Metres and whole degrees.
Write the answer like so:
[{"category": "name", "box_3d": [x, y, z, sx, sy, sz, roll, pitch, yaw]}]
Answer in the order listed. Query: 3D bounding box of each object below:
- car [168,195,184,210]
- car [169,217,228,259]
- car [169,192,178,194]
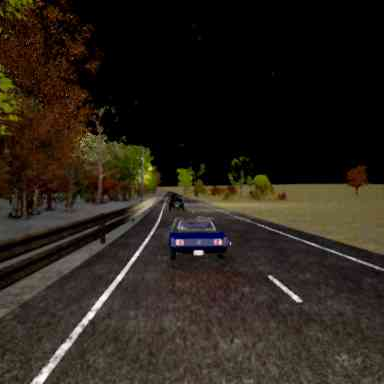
[{"category": "car", "box_3d": [-1.997, 1.517, 42.776, 1.882, 1.535, 5.008, 0, 0, -4]}, {"category": "car", "box_3d": [0.065, 1.612, 12.655, 1.895, 1.301, 4.718, 0, 0, -4]}, {"category": "car", "box_3d": [-5.333, 1.536, 91.511, 1.812, 1.442, 4.674, 0, 0, -4]}]
